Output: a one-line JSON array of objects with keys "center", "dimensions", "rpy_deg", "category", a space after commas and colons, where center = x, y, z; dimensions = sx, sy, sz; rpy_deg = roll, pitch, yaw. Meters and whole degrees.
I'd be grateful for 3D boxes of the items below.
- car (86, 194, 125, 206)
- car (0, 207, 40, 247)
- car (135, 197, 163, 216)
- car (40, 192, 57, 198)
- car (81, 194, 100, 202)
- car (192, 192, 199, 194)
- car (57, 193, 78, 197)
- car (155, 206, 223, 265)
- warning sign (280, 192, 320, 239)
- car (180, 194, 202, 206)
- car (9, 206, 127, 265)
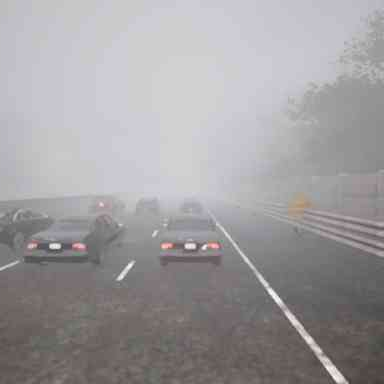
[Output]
[{"center": [-7.080, 1.023, 28.105], "dimensions": [2.097, 1.767, 4.553], "rpy_deg": [0, 1, 0], "category": "car"}, {"center": [-7.014, 1.333, 13.174], "dimensions": [2.128, 1.511, 4.902], "rpy_deg": [0, 1, 0], "category": "car"}, {"center": [-3.581, 1.162, 28.195], "dimensions": [2.128, 1.511, 4.902], "rpy_deg": [0, 1, 0], "category": "car"}, {"center": [-24.789, 0.861, 58.138], "dimensions": [1.837, 1.490, 4.892], "rpy_deg": [0, 1, 0], "category": "car"}, {"center": [-17.793, 0.954, 58.408], "dimensions": [1.895, 1.301, 4.718], "rpy_deg": [0, 1, 0], "category": "car"}, {"center": [0.851, 0.624, 83.882], "dimensions": [1.812, 1.442, 4.674], "rpy_deg": [0, 1, 0], "category": "car"}, {"center": [-21.291, 0.881, 58.261], "dimensions": [1.812, 1.442, 4.674], "rpy_deg": [0, 1, 0], "category": "car"}, {"center": [-0.028, 1.412, 11.076], "dimensions": [2.033, 1.411, 5.357], "rpy_deg": [0, 1, 0], "category": "car"}, {"center": [4.486, 0.946, 13.897], "dimensions": [1.300, 1.860, 1.060], "rpy_deg": [0, 1, 0], "category": "warning sign"}, {"center": [-0.079, 1.187, 28.909], "dimensions": [1.812, 1.442, 4.674], "rpy_deg": [0, 1, 0], "category": "car"}, {"center": [-3.526, 1.413, 11.061], "dimensions": [2.033, 1.411, 5.357], "rpy_deg": [0, 1, 0], "category": "car"}]
